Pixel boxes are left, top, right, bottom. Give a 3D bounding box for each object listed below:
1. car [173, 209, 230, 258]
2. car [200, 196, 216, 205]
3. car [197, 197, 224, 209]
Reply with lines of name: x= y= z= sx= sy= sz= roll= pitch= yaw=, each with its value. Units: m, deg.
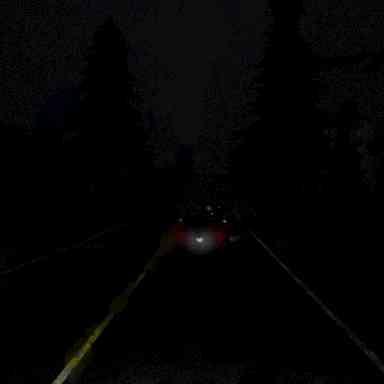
car: x=0.414 y=1.562 z=12.879 sx=1.994 sy=1.385 sz=4.181 roll=0 pitch=0 yaw=4
car: x=2.876 y=1.534 z=58.569 sx=2.033 sy=1.411 sz=5.357 roll=0 pitch=0 yaw=13
car: x=1.567 y=1.345 z=27.586 sx=2.097 sy=1.767 sz=4.553 roll=0 pitch=0 yaw=7
